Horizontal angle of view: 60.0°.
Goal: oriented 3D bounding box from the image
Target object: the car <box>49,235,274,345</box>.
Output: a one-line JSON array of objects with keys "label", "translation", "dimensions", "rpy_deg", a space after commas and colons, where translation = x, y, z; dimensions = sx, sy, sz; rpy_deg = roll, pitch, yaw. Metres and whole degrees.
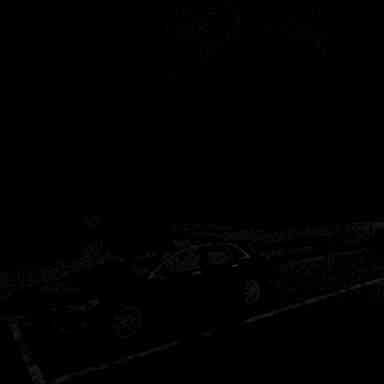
[{"label": "car", "translation": [-0.331, 1.550, 6.296], "dimensions": [4.403, 1.369, 2.008], "rpy_deg": [0, 0, -35]}]

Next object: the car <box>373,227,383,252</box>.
[{"label": "car", "translation": [8.666, 1.539, 12.712], "dimensions": [4.507, 1.381, 1.887], "rpy_deg": [0, 0, -35]}]
